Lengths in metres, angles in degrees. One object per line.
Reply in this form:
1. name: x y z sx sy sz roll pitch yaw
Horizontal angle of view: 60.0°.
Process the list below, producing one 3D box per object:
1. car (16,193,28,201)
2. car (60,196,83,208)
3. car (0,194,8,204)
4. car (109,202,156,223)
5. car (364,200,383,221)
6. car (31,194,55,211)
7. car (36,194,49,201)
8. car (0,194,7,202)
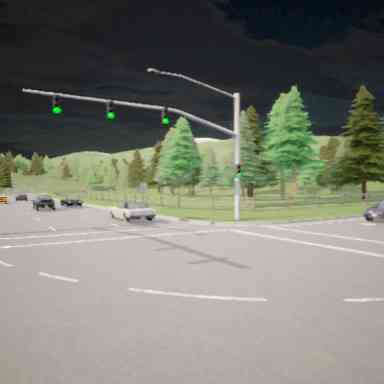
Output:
1. car: -32.313 0.971 63.274 2.128 1.511 4.902 -1 1 -29
2. car: -14.822 1.186 40.673 1.895 1.301 4.718 -1 1 -31
3. car: -30.176 1.049 52.506 1.882 1.535 5.008 -1 1 -30
4. car: -4.271 1.323 23.120 1.895 1.301 4.718 -1 1 -31
5. car: 12.944 1.110 21.137 4.674 1.442 1.812 -1 1 -30
6. car: -16.027 1.166 35.881 1.837 1.490 4.892 -1 1 -31
7. car: -29.371 0.987 65.182 1.895 1.301 4.718 -1 1 -29
8. car: -35.313 1.052 61.471 1.994 1.385 4.181 -1 1 -29
